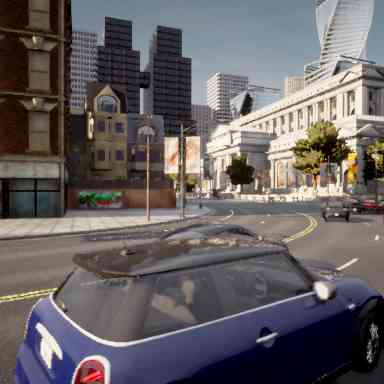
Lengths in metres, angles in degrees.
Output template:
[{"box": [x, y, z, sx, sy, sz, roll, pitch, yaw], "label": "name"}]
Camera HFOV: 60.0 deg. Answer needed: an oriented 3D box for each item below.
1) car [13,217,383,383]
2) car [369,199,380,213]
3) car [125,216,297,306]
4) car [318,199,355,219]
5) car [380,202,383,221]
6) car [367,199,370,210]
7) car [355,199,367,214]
[{"box": [0.480, 1.350, 4.051, 4.553, 1.767, 2.097, 0, 0, -38], "label": "car"}, {"box": [19.580, 1.577, 32.800, 1.895, 1.301, 4.718, 0, 0, 11], "label": "car"}, {"box": [0.744, 1.519, 8.785, 4.674, 1.442, 1.812, 0, 0, -43], "label": "car"}, {"box": [11.453, 1.474, 27.030, 2.128, 1.511, 4.902, 0, 0, 17], "label": "car"}, {"box": [11.866, 1.213, 18.175, 2.150, 2.045, 5.566, 0, 0, 27], "label": "car"}, {"box": [19.943, 1.497, 38.519, 2.002, 1.452, 4.674, 0, 0, 1], "label": "car"}, {"box": [16.453, 1.482, 35.453, 1.837, 1.490, 4.892, 0, 0, 6], "label": "car"}]
